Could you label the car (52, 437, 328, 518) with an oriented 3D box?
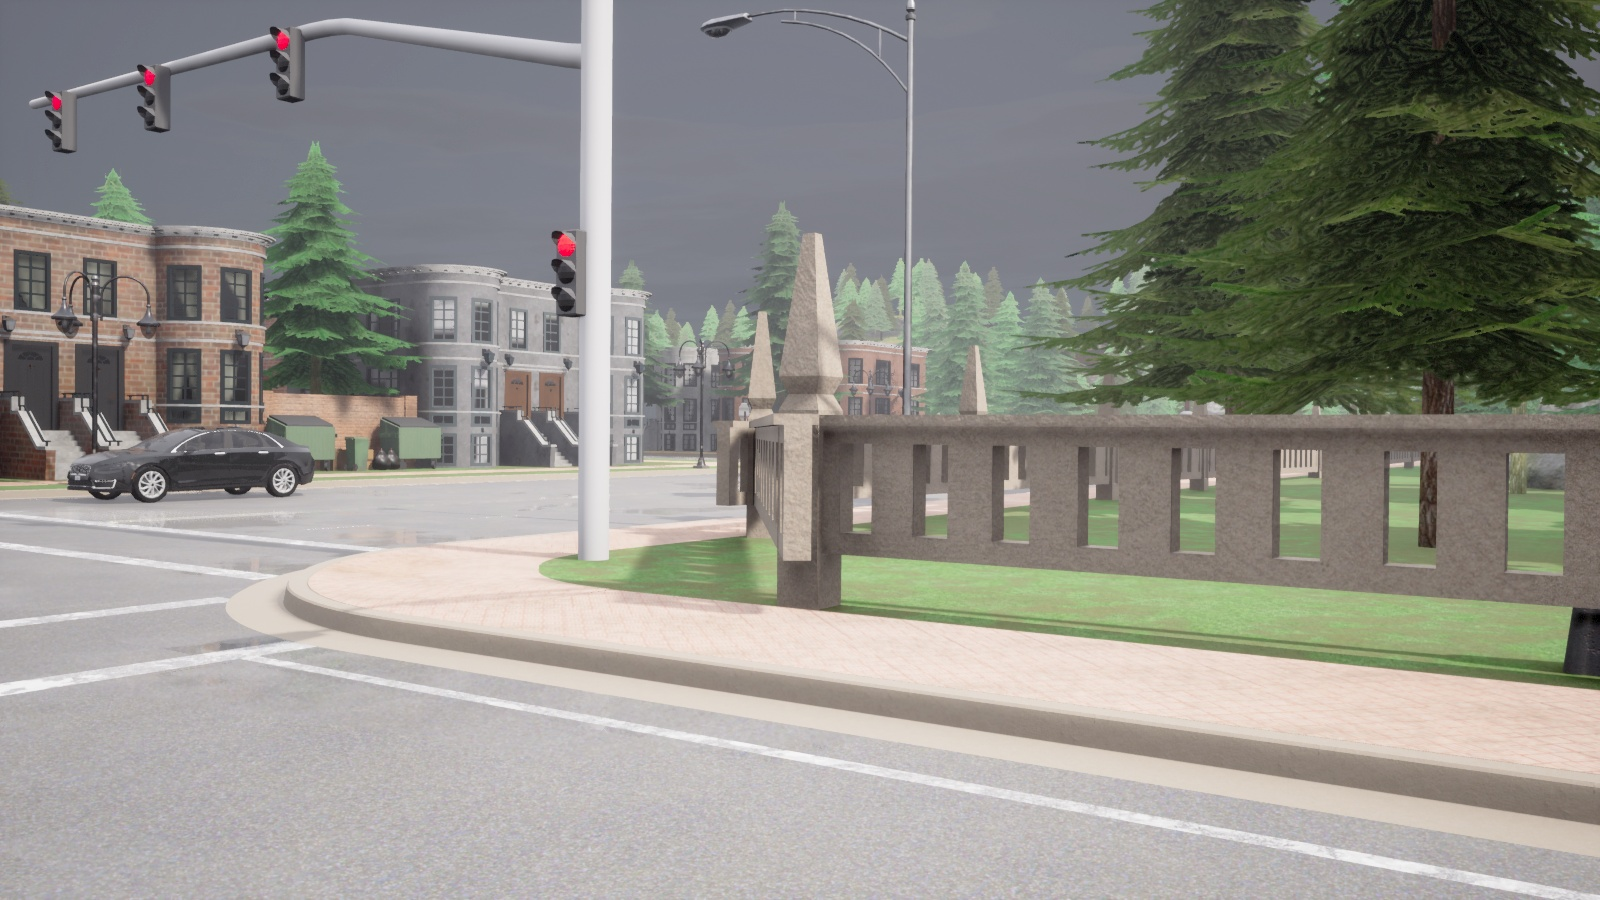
[{"bbox_3d":[-12.508,0.493,26.110,1.837,1.490,4.892,0,1,34],"label":"car"}]
